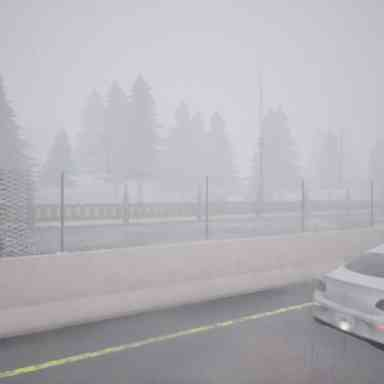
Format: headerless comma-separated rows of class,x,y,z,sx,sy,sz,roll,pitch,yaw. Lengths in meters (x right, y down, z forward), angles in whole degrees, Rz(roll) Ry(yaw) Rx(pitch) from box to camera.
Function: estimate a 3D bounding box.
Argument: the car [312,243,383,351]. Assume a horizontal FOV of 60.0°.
car,4.062,1.560,5.605,4.674,1.442,1.812,0,0,-29
